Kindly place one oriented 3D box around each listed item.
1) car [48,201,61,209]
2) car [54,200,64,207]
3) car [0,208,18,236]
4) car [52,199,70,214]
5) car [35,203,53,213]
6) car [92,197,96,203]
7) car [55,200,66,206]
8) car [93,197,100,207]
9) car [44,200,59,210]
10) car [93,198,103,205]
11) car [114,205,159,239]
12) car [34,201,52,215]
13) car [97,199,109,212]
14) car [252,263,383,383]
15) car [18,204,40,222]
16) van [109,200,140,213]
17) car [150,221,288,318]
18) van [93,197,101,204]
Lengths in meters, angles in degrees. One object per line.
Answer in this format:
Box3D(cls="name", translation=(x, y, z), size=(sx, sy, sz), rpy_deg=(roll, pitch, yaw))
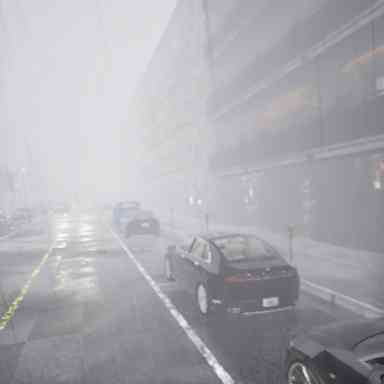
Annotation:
Box3D(cls="car", translation=(-26.446, 2.421, 64.030), size=(1.947, 1.339, 4.313), rpy_deg=(-1, 0, -18))
Box3D(cls="car", translation=(-29.907, 2.503, 74.800), size=(1.887, 1.381, 4.507), rpy_deg=(-1, 0, -18))
Box3D(cls="car", translation=(-12.610, 1.871, 20.947), size=(1.967, 1.590, 4.097), rpy_deg=(-1, 0, -18))
Box3D(cls="car", translation=(-17.353, 2.113, 44.478), size=(2.033, 1.411, 5.357), rpy_deg=(-2, 0, -18))
Box3D(cls="car", translation=(-21.256, 2.282, 47.872), size=(1.802, 1.307, 4.206), rpy_deg=(-1, 0, -18))
Box3D(cls="car", translation=(-18.463, 2.113, 66.559), size=(2.008, 1.369, 4.403), rpy_deg=(-1, 0, -18))
Box3D(cls="car", translation=(-31.637, 2.560, 80.185), size=(2.008, 1.369, 4.403), rpy_deg=(-1, 0, -18))
Box3D(cls="car", translation=(-16.732, 2.093, 61.174), size=(1.802, 1.307, 4.206), rpy_deg=(-1, 0, -18))
Box3D(cls="car", translation=(-24.719, 2.244, 58.645), size=(1.967, 1.590, 4.097), rpy_deg=(-1, 0, -18))
Box3D(cls="car", translation=(-21.923, 2.215, 77.330), size=(2.008, 1.369, 4.403), rpy_deg=(-1, 0, -18))
Box3D(cls="car", translation=(-2.893, 1.648, 18.091), size=(1.947, 1.339, 4.313), rpy_deg=(-1, 0, -18))
Box3D(cls="car", translation=(-19.529, 2.088, 42.488), size=(1.967, 1.590, 4.097), rpy_deg=(-1, 0, -18))
Box3D(cls="car", translation=(-11.542, 1.936, 45.018), size=(1.802, 1.307, 4.206), rpy_deg=(-1, 0, -18))
Box3D(cls="car", translation=(2.297, 1.480, 1.934), size=(1.947, 1.339, 4.313), rpy_deg=(-1, 0, -18))
Box3D(cls="car", translation=(-16.066, 2.122, 31.717), size=(1.802, 1.307, 4.206), rpy_deg=(-1, 0, -18))
Box3D(cls="van", translation=(-4.628, 1.478, 23.477), size=(1.690, 1.788, 3.998), rpy_deg=(-1, 0, -18))
Box3D(cls="car", translation=(0.567, 1.521, 7.320), size=(2.008, 1.369, 4.403), rpy_deg=(-1, 0, -18))
Box3D(cls="van", translation=(-23.657, 2.057, 82.715), size=(1.690, 1.788, 3.998), rpy_deg=(-1, 0, -18))
